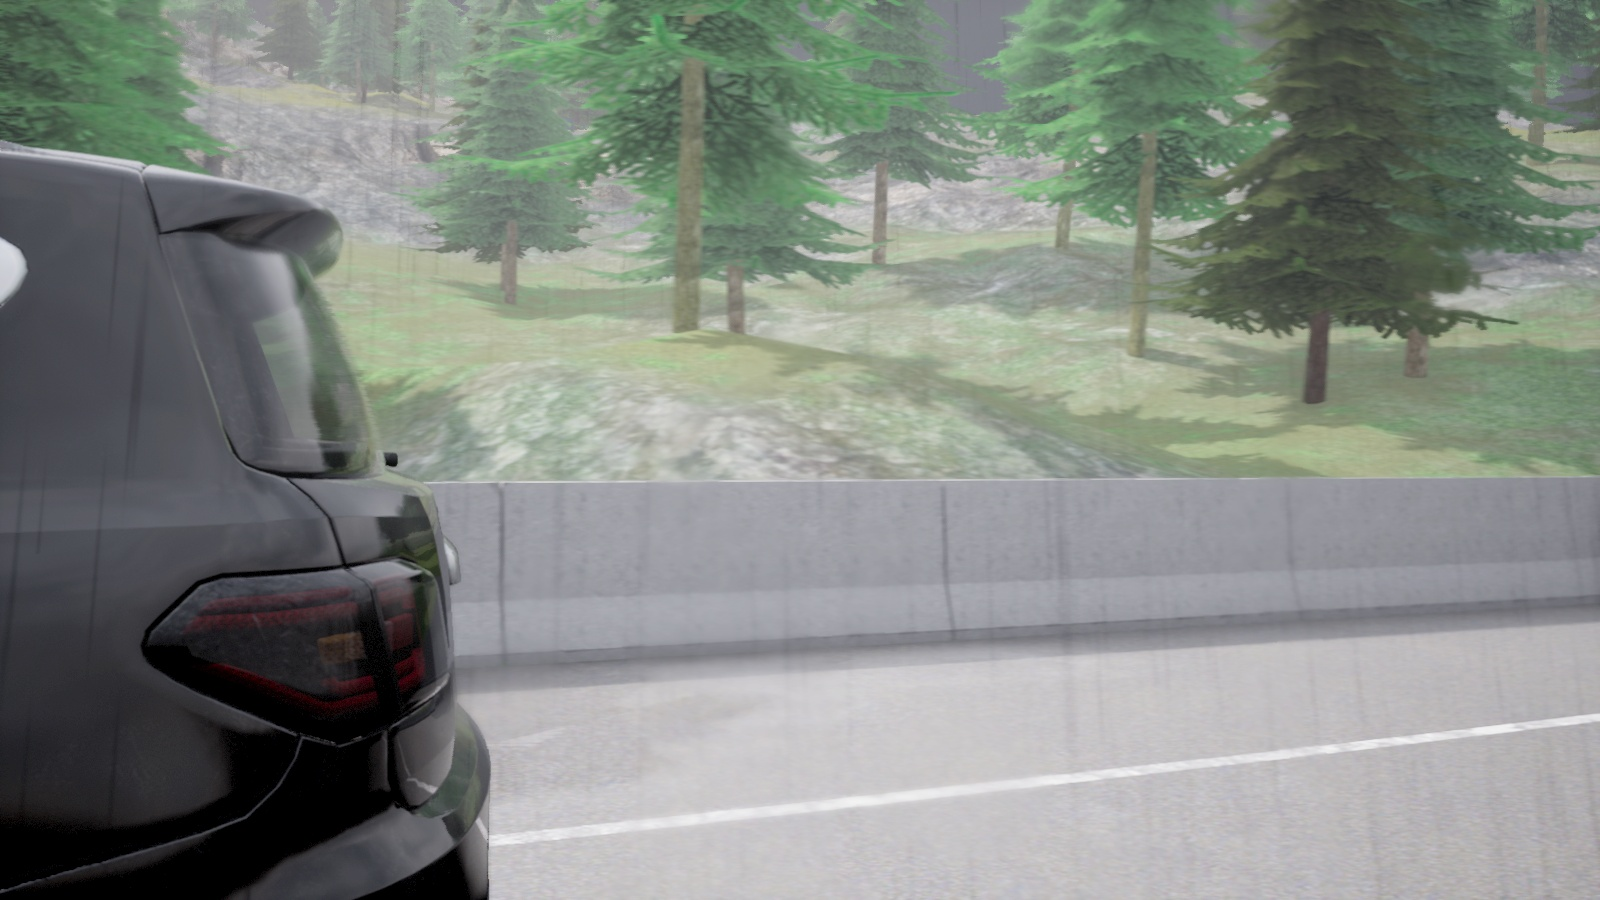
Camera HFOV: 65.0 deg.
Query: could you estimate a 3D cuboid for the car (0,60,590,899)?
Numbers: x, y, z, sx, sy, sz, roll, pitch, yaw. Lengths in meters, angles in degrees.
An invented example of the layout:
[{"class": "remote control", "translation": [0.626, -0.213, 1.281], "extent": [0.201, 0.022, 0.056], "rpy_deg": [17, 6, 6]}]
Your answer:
[{"class": "car", "translation": [-3.309, 0.528, 1.983], "extent": [5.566, 2.045, 2.150], "rpy_deg": [-1, 1, -20]}]
